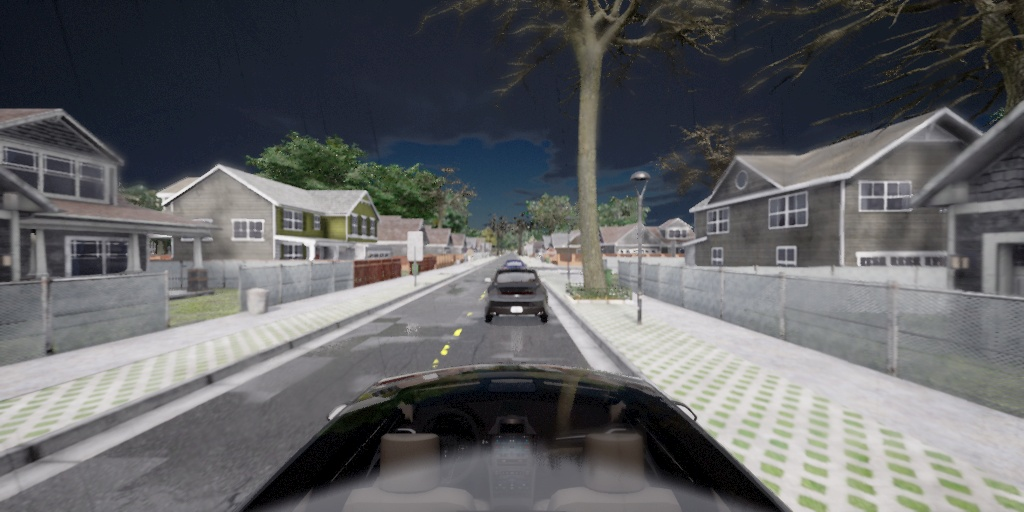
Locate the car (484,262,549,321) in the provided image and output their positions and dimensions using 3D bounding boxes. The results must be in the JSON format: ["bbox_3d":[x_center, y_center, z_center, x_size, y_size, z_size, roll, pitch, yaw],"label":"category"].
[{"bbox_3d":[0.129,1.136,11.890,1.837,1.490,4.892,0,1,0],"label":"car"}]

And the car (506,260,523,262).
[{"bbox_3d":[0.168,0.978,26.726,1.812,1.442,4.674,0,1,0],"label":"car"}]
